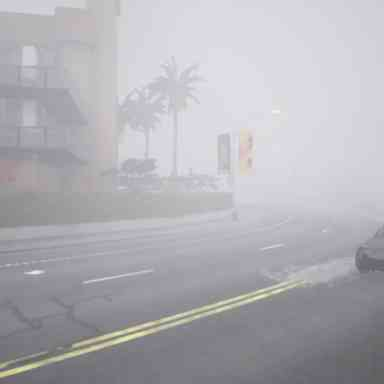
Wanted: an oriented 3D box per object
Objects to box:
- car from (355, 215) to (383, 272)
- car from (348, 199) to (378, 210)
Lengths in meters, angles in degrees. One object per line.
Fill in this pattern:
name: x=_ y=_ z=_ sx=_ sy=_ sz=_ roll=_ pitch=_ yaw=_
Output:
car: x=6.456 y=1.574 z=9.871 sx=1.994 sy=1.385 sz=4.181 roll=0 pitch=0 yaw=44
car: x=22.455 y=1.628 z=43.946 sx=1.994 sy=1.385 sz=4.181 roll=0 pitch=0 yaw=-4
